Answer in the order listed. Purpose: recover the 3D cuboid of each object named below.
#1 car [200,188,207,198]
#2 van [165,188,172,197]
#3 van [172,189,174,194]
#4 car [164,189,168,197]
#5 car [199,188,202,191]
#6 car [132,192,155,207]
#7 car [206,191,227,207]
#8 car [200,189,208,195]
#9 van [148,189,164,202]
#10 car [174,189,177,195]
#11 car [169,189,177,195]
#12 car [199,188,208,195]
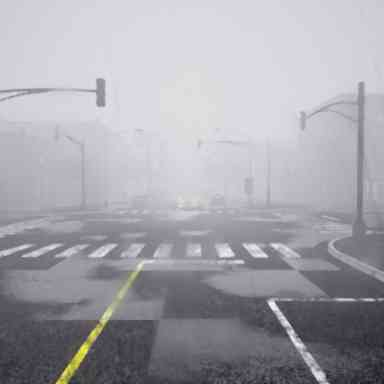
[{"bbox_3d":[2.977,0.449,64.345,2.008,1.369,4.403,0,1,0],"label":"car"},{"bbox_3d":[-5.406,0.238,64.379,1.690,1.788,3.998,0,1,0],"label":"van"},{"bbox_3d":[-5.381,0.143,69.924,1.690,1.788,3.998,0,1,0],"label":"van"},{"bbox_3d":[-5.454,0.632,53.292,1.887,1.381,4.507,0,1,0],"label":"car"},{"bbox_3d":[3.051,0.179,80.981,1.947,1.339,4.313,0,1,0],"label":"car"},{"bbox_3d":[-5.528,0.954,36.656,1.802,1.307,4.206,0,1,0],"label":"car"},{"bbox_3d":[2.852,0.895,36.787,1.752,1.417,4.829,-1,1,0],"label":"car"},{"bbox_3d":[3.077,0.062,86.527,1.887,1.381,4.507,0,1,0],"label":"car"},{"bbox_3d":[-5.480,0.523,47.743,1.690,1.788,3.998,0,1,0],"label":"van"},{"bbox_3d":[-5.305,0.083,86.564,1.947,1.339,4.313,0,1,0],"label":"car"},{"bbox_3d":[-5.279,-0.034,92.110,1.887,1.381,4.507,0,1,0],"label":"car"},{"bbox_3d":[3.099,-0.263,92.068,2.192,1.841,5.009,0,1,0],"label":"car"}]
